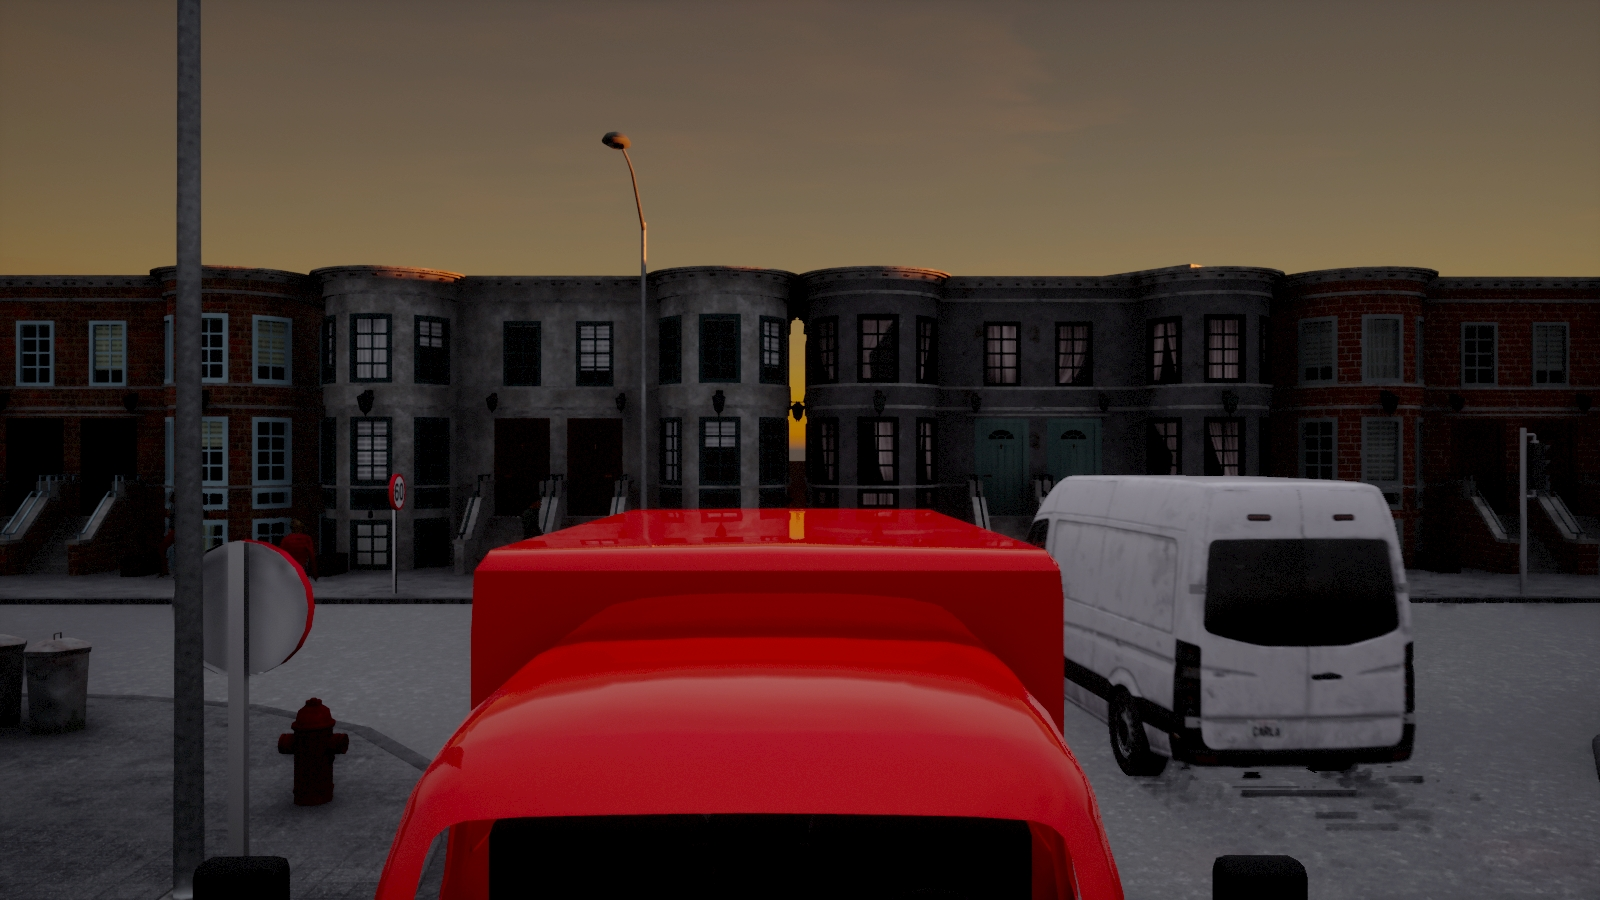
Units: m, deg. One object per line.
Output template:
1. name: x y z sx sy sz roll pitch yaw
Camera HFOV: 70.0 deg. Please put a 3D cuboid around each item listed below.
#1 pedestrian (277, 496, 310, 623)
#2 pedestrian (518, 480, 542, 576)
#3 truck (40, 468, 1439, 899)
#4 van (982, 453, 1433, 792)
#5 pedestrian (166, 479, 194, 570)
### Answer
1. pedestrian: -7.567 1.629 17.075 0.375 1.860 0.375 0 0 -11
2. pedestrian: -5.296 1.524 22.442 0.375 1.860 0.375 0 0 1
3. truck: -0.117 1.348 4.748 2.627 2.467 5.204 0 0 0
4. van: 3.604 1.314 11.675 1.988 2.561 5.915 0 0 -6
5. pedestrian: -12.776 1.526 23.546 0.375 1.860 0.375 0 0 -1
